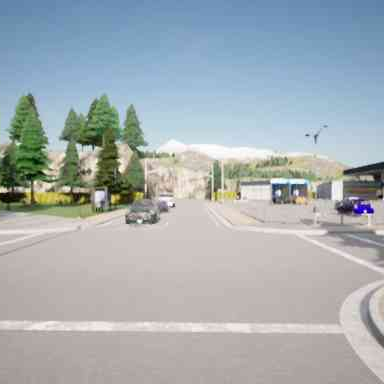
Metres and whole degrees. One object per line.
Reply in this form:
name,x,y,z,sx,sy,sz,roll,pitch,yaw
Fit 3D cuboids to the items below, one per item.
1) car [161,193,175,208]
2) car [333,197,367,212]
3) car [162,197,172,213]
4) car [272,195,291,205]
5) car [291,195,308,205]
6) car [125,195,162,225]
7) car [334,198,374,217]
car,-3.567,1.166,47.401,2.150,2.045,5.566,0,0,0
car,17.022,1.342,36.023,1.970,1.475,3.806,0,0,0
car,-3.583,1.522,35.883,1.994,1.385,4.181,0,0,0
car,14.223,1.276,54.666,2.007,1.523,4.514,0,0,0
car,17.360,1.266,54.686,2.152,1.636,5.027,0,0,0
car,-3.503,1.323,23.929,2.097,1.767,4.553,0,0,-2
car,13.966,1.340,28.633,1.845,1.501,3.633,0,0,0
